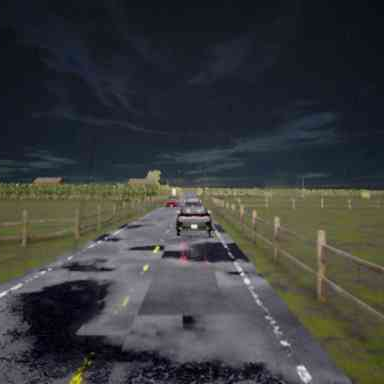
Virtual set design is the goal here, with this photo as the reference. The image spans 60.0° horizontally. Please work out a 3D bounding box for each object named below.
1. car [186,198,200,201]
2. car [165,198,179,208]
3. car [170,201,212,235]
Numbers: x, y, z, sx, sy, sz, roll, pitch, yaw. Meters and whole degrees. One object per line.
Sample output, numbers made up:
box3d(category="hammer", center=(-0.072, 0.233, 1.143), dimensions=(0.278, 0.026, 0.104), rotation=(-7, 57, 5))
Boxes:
box3d(category="car", center=(0.114, 1.424, 38.870), dimensions=(1.882, 1.535, 5.008), rotation=(0, 0, 0))
box3d(category="car", center=(-2.735, 1.540, 46.390), dimensions=(1.895, 1.301, 4.718), rotation=(0, 0, 0))
box3d(category="car", center=(0.107, 1.468, 18.621), dimensions=(2.128, 1.511, 4.902), rotation=(0, 0, 0))
